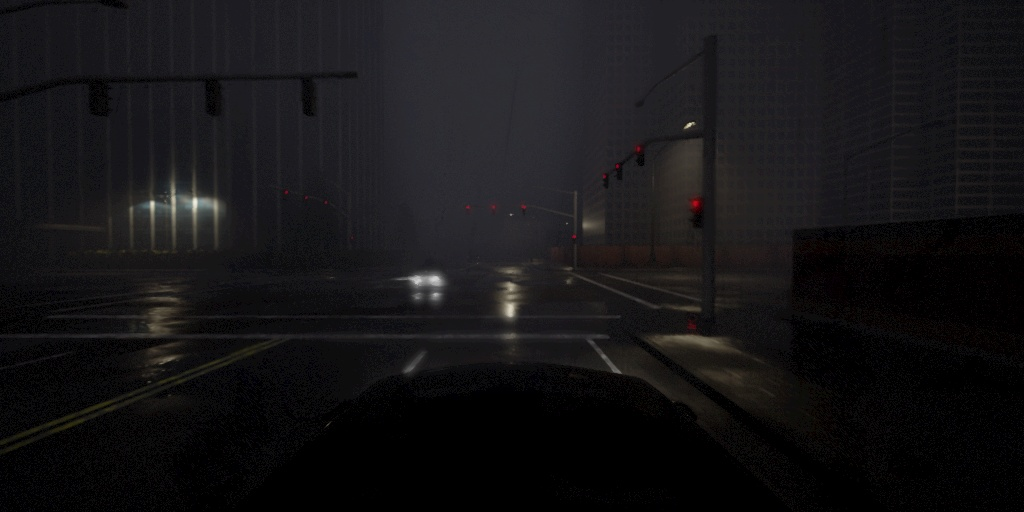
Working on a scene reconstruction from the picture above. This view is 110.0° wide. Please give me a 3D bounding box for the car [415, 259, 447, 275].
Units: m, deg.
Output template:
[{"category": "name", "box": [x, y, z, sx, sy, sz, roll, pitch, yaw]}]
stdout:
[{"category": "car", "box": [-6.992, 0.913, 31.403, 1.895, 1.301, 4.718, 0, 1, 0]}]
